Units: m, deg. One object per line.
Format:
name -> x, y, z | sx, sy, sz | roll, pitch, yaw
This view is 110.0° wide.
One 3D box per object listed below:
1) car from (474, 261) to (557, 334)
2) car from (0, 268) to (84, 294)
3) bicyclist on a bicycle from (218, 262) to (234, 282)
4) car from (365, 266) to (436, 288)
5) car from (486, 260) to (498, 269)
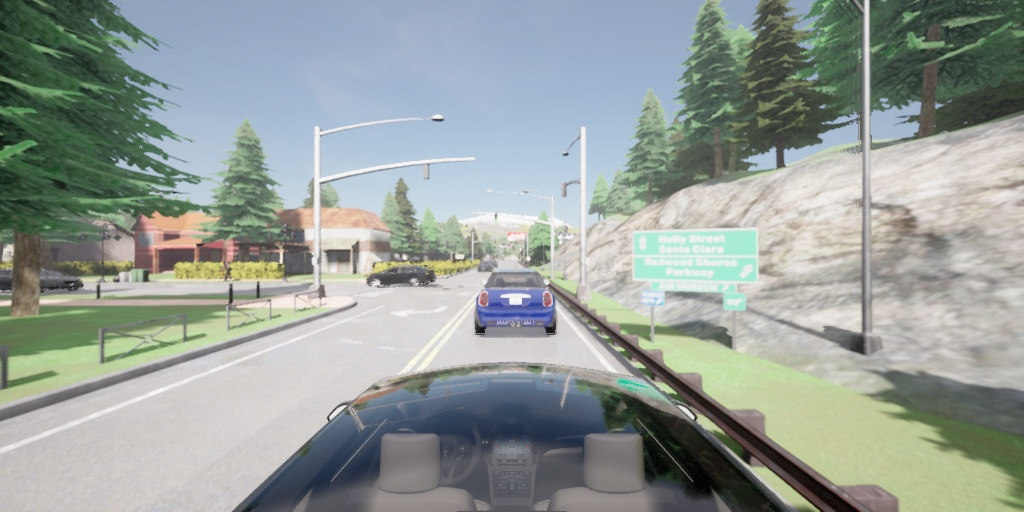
car -> 0.098, 1.133, 10.902 | 2.097, 1.767, 4.553 | 0, 0, 0
car -> -29.185, 1.484, 21.832 | 4.892, 1.490, 1.837 | 0, 0, 1
bicyclist on a bicycle -> -23.304, 1.306, 29.234 | 0.582, 1.620, 1.656 | 0, 0, 0
car -> -7.885, 1.443, 25.437 | 4.892, 1.490, 1.837 | -1, -2, 7
car -> -3.480, 1.467, 63.904 | 1.837, 1.490, 4.892 | 0, 0, 1
